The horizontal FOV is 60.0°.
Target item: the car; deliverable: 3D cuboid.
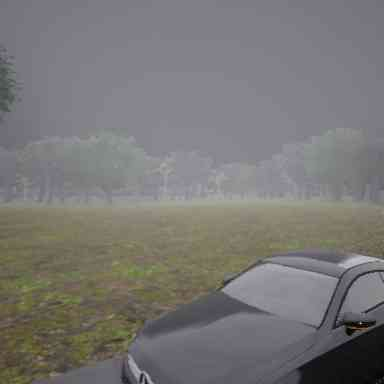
[{"bbox_3d":[1.467,1.518,4.118,4.674,1.442,1.812,0,0,-36],"label":"car"}]
